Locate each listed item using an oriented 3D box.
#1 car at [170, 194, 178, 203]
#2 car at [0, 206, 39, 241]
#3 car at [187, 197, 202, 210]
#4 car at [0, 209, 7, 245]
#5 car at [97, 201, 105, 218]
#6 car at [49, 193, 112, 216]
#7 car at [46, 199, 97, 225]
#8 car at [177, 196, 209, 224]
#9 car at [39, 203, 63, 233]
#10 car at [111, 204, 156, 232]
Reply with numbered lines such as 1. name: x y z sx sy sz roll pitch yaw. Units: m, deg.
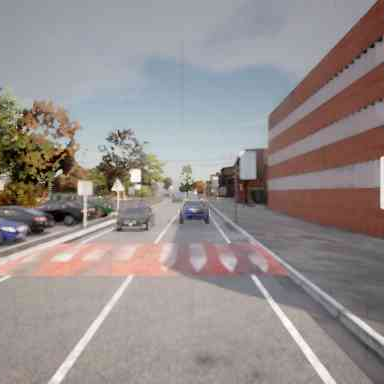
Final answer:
1. car: -2.810 1.474 64.794 1.994 1.385 4.181 0 0 1
2. car: -9.437 1.469 14.139 4.674 1.452 2.002 0 0 0
3. car: 0.298 1.462 42.896 1.837 1.490 4.892 0 0 1
4. car: -9.392 1.464 11.313 4.792 1.488 2.163 0 0 0
5. car: -9.483 1.445 25.443 4.674 1.452 2.002 0 0 0
6. car: -9.469 1.145 28.267 5.566 2.045 2.435 0 0 0
7. car: -9.467 1.413 22.616 5.008 1.535 2.097 0 0 0
8. car: 0.170 1.343 25.111 2.097 1.767 4.553 0 0 0
9. car: -9.444 1.465 16.965 4.674 1.452 2.002 0 0 0
10. car: -3.301 1.498 20.313 1.837 1.490 4.892 0 0 0
